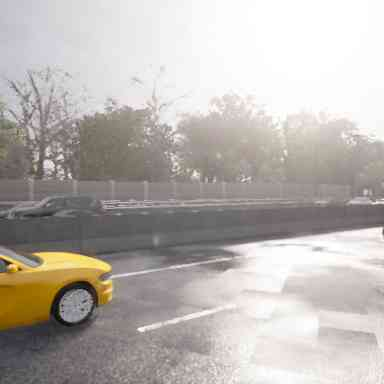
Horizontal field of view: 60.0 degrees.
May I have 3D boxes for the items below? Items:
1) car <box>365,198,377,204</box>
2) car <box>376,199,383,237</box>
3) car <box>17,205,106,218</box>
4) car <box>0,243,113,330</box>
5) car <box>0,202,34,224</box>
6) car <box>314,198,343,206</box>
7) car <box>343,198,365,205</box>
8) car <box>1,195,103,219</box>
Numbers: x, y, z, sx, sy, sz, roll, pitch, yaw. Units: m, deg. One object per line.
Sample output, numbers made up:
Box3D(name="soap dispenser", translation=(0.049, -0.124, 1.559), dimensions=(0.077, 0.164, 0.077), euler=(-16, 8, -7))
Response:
Box3D(name="car", translation=(25.341, 1.579, 43.511), dimensions=(5.357, 1.411, 2.033), euler=(0, 0, -35))
Box3D(name="car", translation=(11.185, 1.360, 16.015), dimensions=(4.553, 1.767, 2.097), euler=(0, 0, -35))
Box3D(name="car", translation=(-6.193, 1.566, 16.771), dimensions=(4.181, 1.385, 1.994), euler=(0, 0, -35))
Box3D(name="car", translation=(-3.779, 1.478, 5.349), dimensions=(5.008, 1.535, 1.882), euler=(0, 0, -35))
Box3D(name="car", translation=(-14.169, 1.507, 23.842), dimensions=(4.892, 1.490, 1.837), euler=(0, 0, -37))
Box3D(name="car", translation=(20.101, 1.578, 48.360), dimensions=(5.357, 1.411, 2.033), euler=(0, 0, -35))
Box3D(name="car", translation=(23.570, 1.558, 46.531), dimensions=(4.674, 1.442, 1.812), euler=(0, 0, -35))
Box3D(name="car", translation=(-7.941, 1.224, 19.821), dimensions=(5.566, 2.045, 2.150), euler=(0, 0, -35))
